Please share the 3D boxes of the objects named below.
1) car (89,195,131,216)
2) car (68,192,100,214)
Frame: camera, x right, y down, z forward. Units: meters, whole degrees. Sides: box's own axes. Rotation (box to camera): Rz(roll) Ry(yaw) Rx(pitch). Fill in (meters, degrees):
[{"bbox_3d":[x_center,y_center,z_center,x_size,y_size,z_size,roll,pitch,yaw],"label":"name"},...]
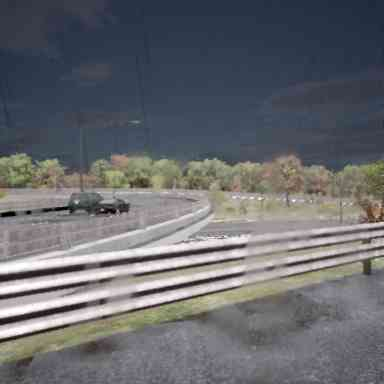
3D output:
[{"bbox_3d":[-7.088,1.312,30.194,1.882,1.535,5.008,0,0,9],"label":"car"},{"bbox_3d":[-10.203,1.051,33.055,2.150,2.045,5.566,0,0,7],"label":"car"}]
